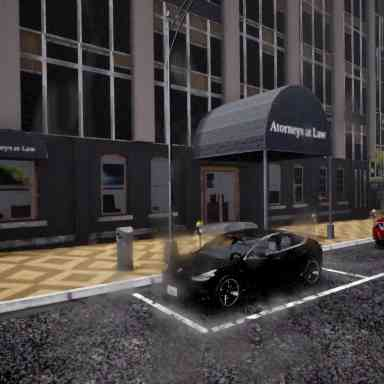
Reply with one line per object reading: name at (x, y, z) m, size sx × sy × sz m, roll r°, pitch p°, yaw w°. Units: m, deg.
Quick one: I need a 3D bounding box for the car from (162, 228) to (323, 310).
car at (1.348, 1.564, 7.830) m, size 4.313 × 1.339 × 1.947 m, roll 0°, pitch -1°, yaw -37°

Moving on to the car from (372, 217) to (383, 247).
car at (9.620, 1.310, 14.038) m, size 5.009 × 1.841 × 2.192 m, roll 0°, pitch -1°, yaw -37°
